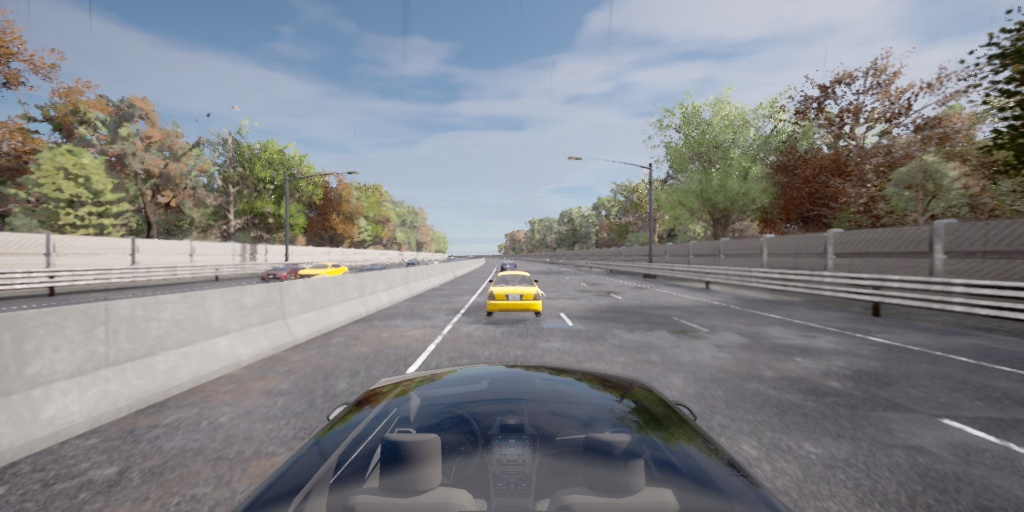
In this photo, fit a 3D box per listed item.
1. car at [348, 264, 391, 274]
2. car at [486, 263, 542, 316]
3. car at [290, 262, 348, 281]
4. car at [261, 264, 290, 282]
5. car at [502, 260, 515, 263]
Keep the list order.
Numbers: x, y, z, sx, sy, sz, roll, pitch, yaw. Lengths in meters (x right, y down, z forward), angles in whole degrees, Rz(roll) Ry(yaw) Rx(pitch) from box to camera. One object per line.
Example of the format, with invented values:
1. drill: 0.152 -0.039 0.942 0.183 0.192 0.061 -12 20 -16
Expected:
1. car: -10.812 1.322 28.287 1.994 1.385 4.181 0 0 -1
2. car: 0.052 1.210 13.239 1.801 1.575 5.366 0 0 0
3. car: -14.299 1.235 27.372 1.882 1.535 5.008 0 0 -1
4. car: -17.815 1.321 28.482 1.994 1.385 4.181 0 0 -1
5. car: -0.441 1.267 44.783 2.163 1.488 4.792 0 0 -1
